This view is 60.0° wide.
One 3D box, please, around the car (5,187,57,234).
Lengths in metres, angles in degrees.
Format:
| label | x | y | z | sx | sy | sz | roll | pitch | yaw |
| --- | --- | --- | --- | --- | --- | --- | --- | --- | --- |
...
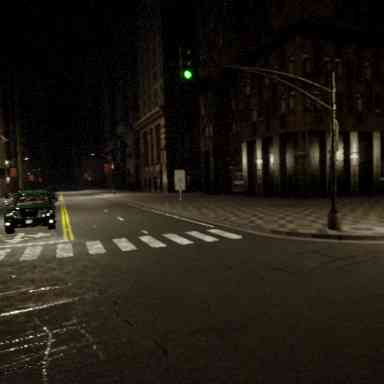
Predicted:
| label | x | y | z | sx | sy | sz | roll | pitch | yaw |
| --- | --- | --- | --- | --- | --- | --- | --- | --- | --- |
| car | -8.626 | 0.965 | 18.077 | 2.150 | 2.045 | 5.566 | -3 | 2 | -22 |

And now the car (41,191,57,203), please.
| label | x | y | z | sx | sy | sz | roll | pitch | yaw |
| --- | --- | --- | --- | --- | --- | --- | --- | --- | --- |
| car | -20.512 | 0.637 | 47.908 | 1.882 | 1.535 | 5.008 | -3 | 2 | -22 |
